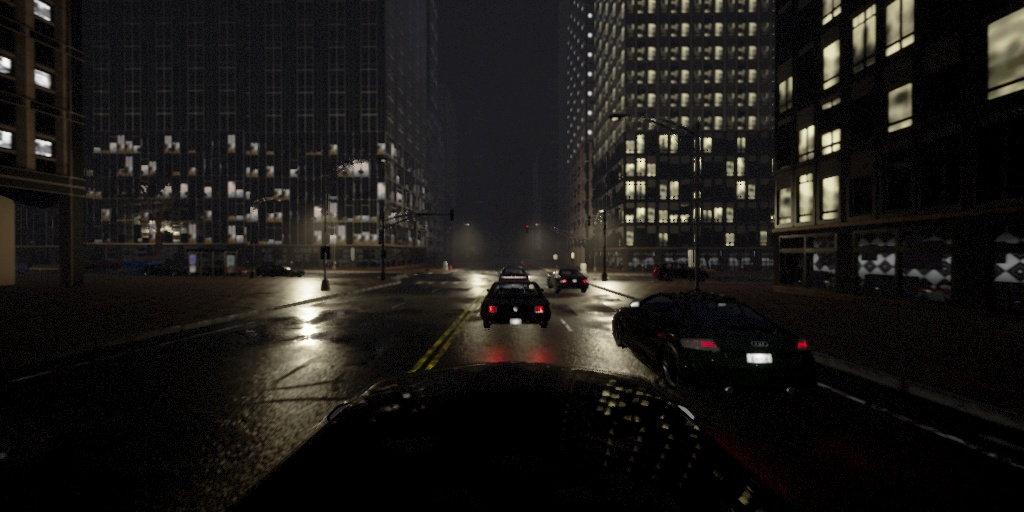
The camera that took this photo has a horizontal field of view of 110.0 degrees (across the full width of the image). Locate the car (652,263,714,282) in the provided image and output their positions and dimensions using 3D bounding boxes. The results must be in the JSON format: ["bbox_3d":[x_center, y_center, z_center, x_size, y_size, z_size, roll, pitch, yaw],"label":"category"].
[{"bbox_3d":[16.193,1.566,34.690,5.009,1.841,2.192,0,0,1],"label":"car"}]

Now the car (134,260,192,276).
[{"bbox_3d":[-34.096,1.371,35.528,4.313,1.339,1.948,0,0,1],"label":"car"}]

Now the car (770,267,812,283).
[{"bbox_3d":[27.642,1.875,34.493,4.829,1.417,1.751,0,0,1],"label":"car"}]

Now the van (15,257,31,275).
[{"bbox_3d":[-51.141,0.992,35.928,3.998,1.789,1.690,0,0,1],"label":"van"}]

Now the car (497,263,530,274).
[{"bbox_3d":[0.100,1.418,22.343,2.128,1.511,4.902,0,0,0],"label":"car"}]

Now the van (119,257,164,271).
[{"bbox_3d":[-45.288,0.984,44.191,3.998,1.789,1.690,0,0,1],"label":"van"}]

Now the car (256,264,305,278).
[{"bbox_3d":[-22.732,1.474,35.221,4.313,1.339,1.948,0,0,1],"label":"car"}]

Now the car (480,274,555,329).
[{"bbox_3d":[0.101,1.436,11.568,1.895,1.301,4.718,0,0,0],"label":"car"}]

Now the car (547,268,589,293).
[{"bbox_3d":[3.386,1.475,22.547,2.033,1.411,5.357,0,-1,-3],"label":"car"}]

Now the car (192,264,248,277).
[{"bbox_3d":[-28.416,1.439,35.355,4.207,1.307,1.802,0,0,1],"label":"car"}]

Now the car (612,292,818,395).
[{"bbox_3d":[3.343,1.360,6.833,1.994,1.385,4.181,0,0,0],"label":"car"}]

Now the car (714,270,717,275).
[{"bbox_3d":[21.804,1.767,42.976,4.829,1.417,1.751,0,0,1],"label":"car"}]
